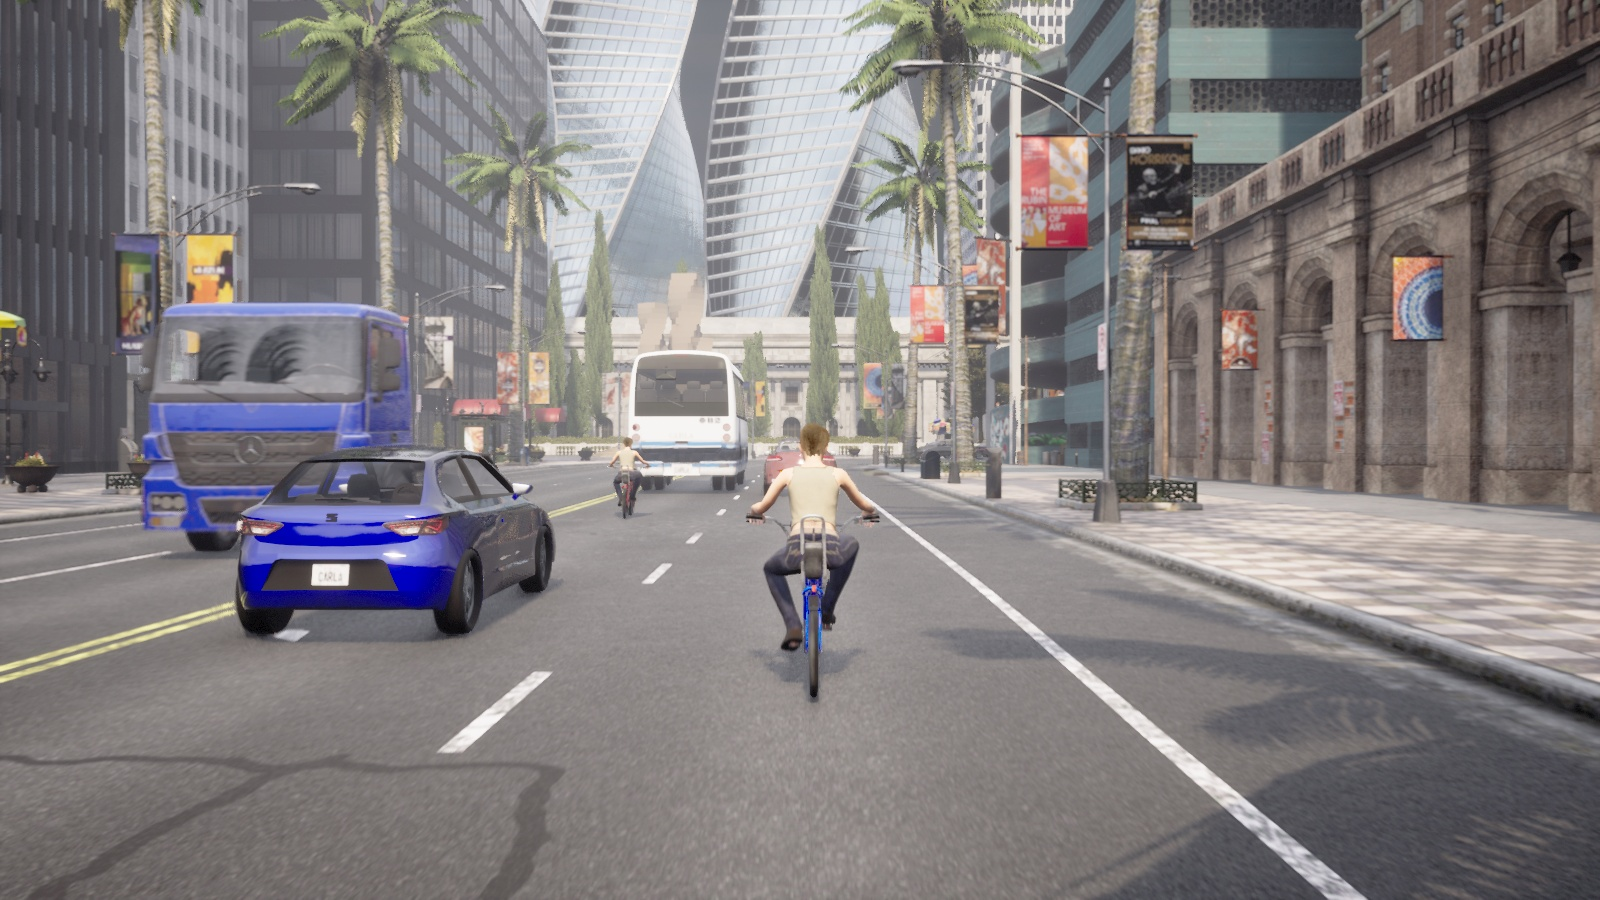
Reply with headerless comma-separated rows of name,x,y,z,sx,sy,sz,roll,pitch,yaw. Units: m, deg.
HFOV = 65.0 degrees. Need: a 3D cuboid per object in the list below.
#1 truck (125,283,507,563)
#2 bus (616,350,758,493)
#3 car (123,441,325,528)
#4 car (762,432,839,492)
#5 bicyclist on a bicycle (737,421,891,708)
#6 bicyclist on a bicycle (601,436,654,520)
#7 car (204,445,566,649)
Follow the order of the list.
truck,-6.905,-0.351,19.488,2.891,3.462,7.936,0,0,0
bus,-3.527,-0.872,42.397,3.944,4.253,10.273,0,0,0
car,-10.425,0.573,23.063,1.970,1.475,3.806,0,0,0
car,0.000,0.315,37.224,2.152,1.651,5.027,0,0,0
bicyclist on a bicycle,0.082,0.639,7.804,0.866,1.612,1.509,0,0,0
bicyclist on a bicycle,-3.431,0.539,25.103,0.866,1.612,1.509,0,0,-1
car,-3.402,0.693,11.204,1.816,1.474,4.193,0,0,0
